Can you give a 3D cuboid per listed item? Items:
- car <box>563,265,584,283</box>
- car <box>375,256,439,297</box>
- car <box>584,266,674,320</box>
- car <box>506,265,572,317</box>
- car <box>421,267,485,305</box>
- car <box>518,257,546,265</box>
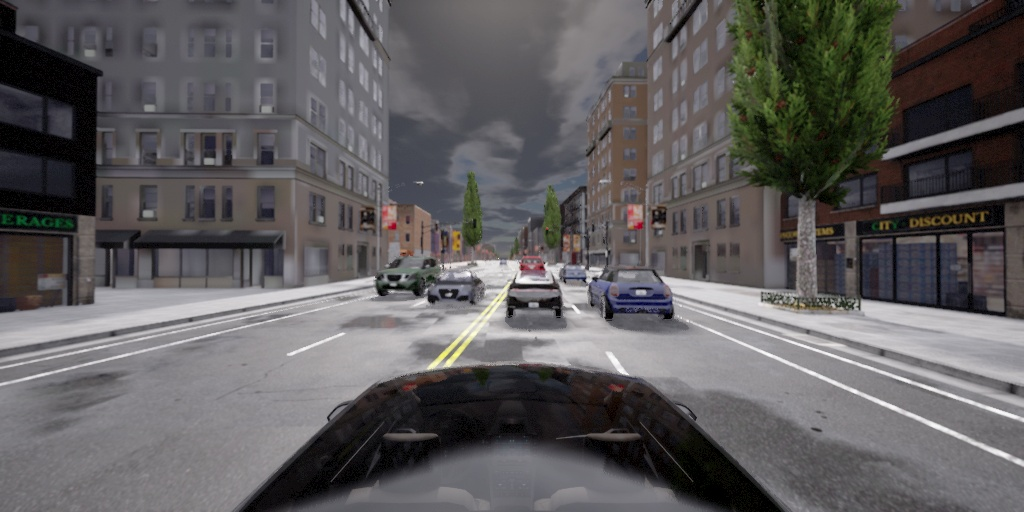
[{"bbox_3d":[4.929,1.412,29.519,2.033,1.411,5.357,0,0,2],"label":"car"},{"bbox_3d":[-5.455,1.027,19.673,2.150,2.045,5.566,0,0,3],"label":"car"},{"bbox_3d":[4.071,1.148,13.003,2.097,1.767,4.553,0,0,4],"label":"car"},{"bbox_3d":[0.841,1.285,13.381,2.128,1.511,4.902,0,0,4],"label":"car"},{"bbox_3d":[-2.402,1.360,16.269,1.994,1.385,4.181,0,0,3],"label":"car"},{"bbox_3d":[1.742,1.085,31.254,2.150,2.045,5.566,0,0,4],"label":"car"}]
